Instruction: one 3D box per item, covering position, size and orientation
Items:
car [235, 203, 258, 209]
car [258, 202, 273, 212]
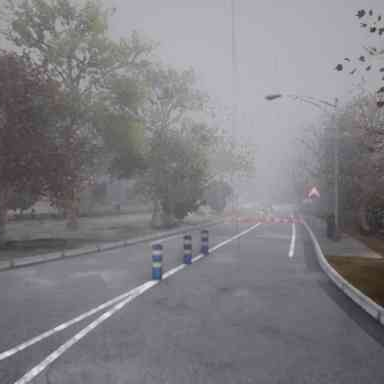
[{"bbox_3d":[15.355,4.187,93.104,5.366,1.575,1.946,0,-3,16],"label":"car"},{"bbox_3d":[15.673,3.056,69.593,2.150,2.045,5.566,0,-2,16],"label":"car"}]
